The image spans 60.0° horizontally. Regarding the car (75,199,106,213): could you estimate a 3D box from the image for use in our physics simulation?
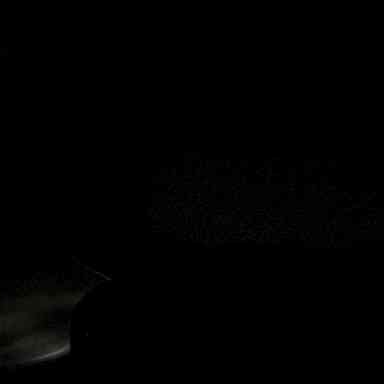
[{"bbox_3d":[-12.560,1.809,40.511,1.812,1.442,4.674,0,0,8],"label":"car"}]

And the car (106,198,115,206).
[{"bbox_3d":[-16.467,1.973,65.989,1.837,1.490,4.892,0,0,23],"label":"car"}]

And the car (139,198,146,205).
[{"bbox_3d":[-10.581,1.996,70.275,1.994,1.385,4.181,0,-1,27],"label":"car"}]

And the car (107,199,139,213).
[{"bbox_3d":[-8.683,1.874,42.360,1.994,1.385,4.181,0,0,9],"label":"car"}]

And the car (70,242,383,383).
[{"bbox_3d":[0.562,1.387,3.878,4.553,1.767,2.097,0,-1,39],"label":"car"}]
